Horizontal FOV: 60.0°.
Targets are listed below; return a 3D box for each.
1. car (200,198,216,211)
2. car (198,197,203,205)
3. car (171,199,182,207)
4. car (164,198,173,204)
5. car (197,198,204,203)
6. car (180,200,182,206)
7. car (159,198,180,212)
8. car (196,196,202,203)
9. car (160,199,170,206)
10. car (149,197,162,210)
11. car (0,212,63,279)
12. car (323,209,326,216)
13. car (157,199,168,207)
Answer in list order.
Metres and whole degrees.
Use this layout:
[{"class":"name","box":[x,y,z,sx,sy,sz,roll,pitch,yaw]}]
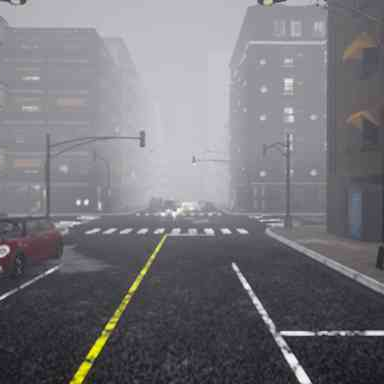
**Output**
[{"class":"car","box":[2.382,1.955,46.440,1.802,1.307,4.206,-1,0,0]},{"class":"car","box":[2.361,1.967,51.979,2.008,1.369,4.403,-1,0,0]},{"class":"car","box":[-3.020,2.074,65.902,2.033,1.411,5.357,0,0,1]},{"class":"car","box":[-5.623,2.217,79.693,1.802,1.307,4.206,-1,0,0]},{"class":"car","box":[2.215,2.302,90.752,1.802,1.307,4.206,-1,0,0]},{"class":"car","box":[-3.045,2.044,55.251,1.895,1.301,4.718,0,0,0]},{"class":"car","box":[-3.010,1.868,45.152,1.837,1.490,4.892,0,0,0]},{"class":"car","box":[2.277,2.136,74.135,1.887,1.381,4.507,-1,0,0]},{"class":"car","box":[-5.582,2.131,68.620,1.802,1.307,4.206,-1,0,0]},{"class":"car","box":[-5.523,1.733,52.011,2.192,1.841,5.009,-1,0,0]},{"class":"car","box":[-5.493,1.523,10.033,1.967,1.590,4.097,-1,0,0]},{"class":"car","box":[14.538,1.736,30.591,4.674,1.442,1.812,0,0,-1]},{"class":"car","box":[-5.561,2.029,62.913,1.752,1.417,4.829,-1,0,0]}]
